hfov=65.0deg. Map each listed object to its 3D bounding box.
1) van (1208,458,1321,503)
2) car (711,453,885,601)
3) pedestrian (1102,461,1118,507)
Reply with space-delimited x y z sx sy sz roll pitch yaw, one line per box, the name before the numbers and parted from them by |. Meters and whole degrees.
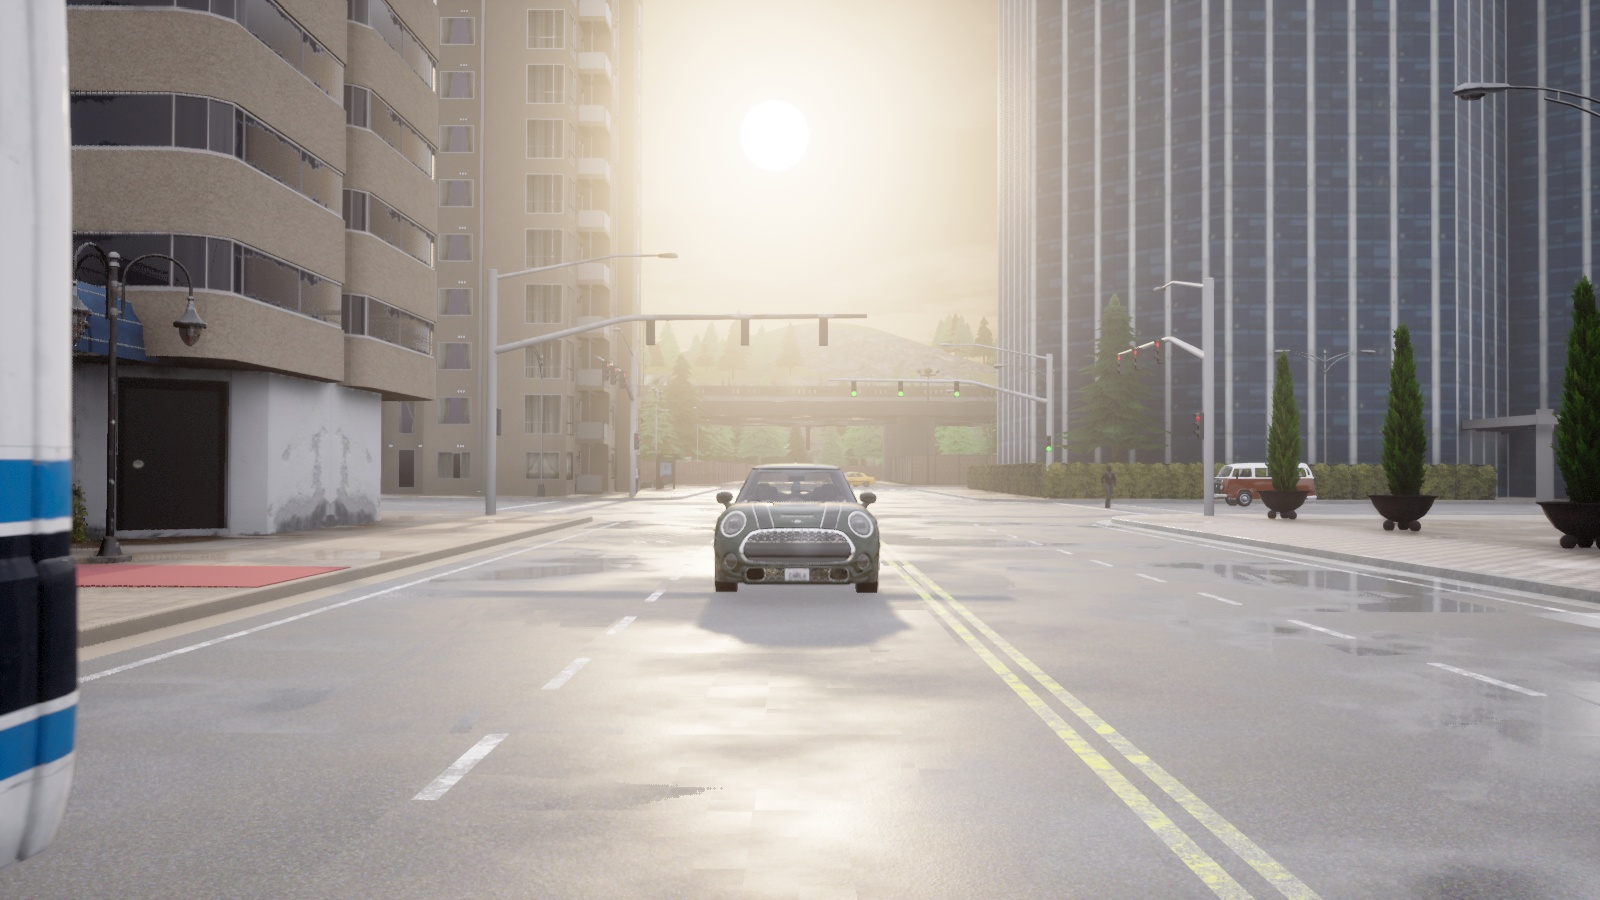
van | 21.638 1.433 58.627 4.480 2.038 2.069 0 -1 -1
car | -0.047 0.965 17.406 2.097 1.767 4.553 0 -1 -1
pedestrian | 13.027 1.430 52.831 0.402 1.930 0.666 0 -1 -12
